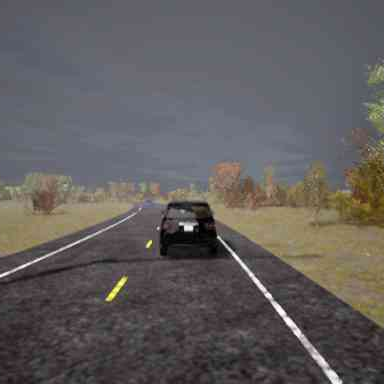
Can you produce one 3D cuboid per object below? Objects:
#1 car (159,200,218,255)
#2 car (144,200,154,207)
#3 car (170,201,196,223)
[{"bbox_3d":[-0.189,1.363,14.080,2.150,2.045,5.566,0,0,-2],"label":"car"},{"bbox_3d":[-9.138,2.357,71.076,1.882,1.535,5.008,0,-1,-9],"label":"car"},{"bbox_3d":[-0.897,1.670,29.189,2.097,1.767,4.553,0,-1,-4],"label":"car"}]
